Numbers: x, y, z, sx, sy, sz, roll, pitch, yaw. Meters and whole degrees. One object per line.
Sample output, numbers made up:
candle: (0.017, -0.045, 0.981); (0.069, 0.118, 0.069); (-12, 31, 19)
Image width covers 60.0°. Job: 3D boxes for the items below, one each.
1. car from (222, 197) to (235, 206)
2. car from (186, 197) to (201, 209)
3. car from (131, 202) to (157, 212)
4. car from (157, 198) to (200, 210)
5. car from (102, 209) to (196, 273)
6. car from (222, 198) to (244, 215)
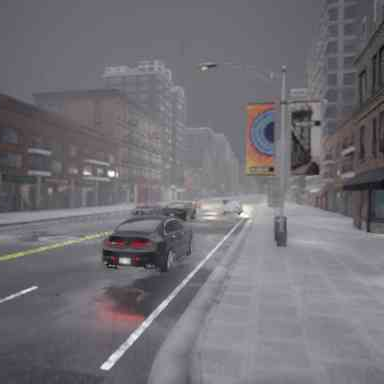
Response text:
car: (6.780, 1.813, 61.979); (1.882, 1.535, 5.008); (1, -1, 12)
car: (-0.125, 1.448, 46.271); (2.097, 1.767, 4.553); (1, 0, 12)
car: (-3.915, 1.622, 29.607); (1.994, 1.385, 4.181); (1, 0, 13)
car: (-0.968, 1.571, 26.976); (1.882, 1.535, 5.008); (1, 0, 12)
car: (-1.196, 1.536, 10.907); (1.837, 1.490, 4.892); (1, 0, 12)
car: (4.653, 1.742, 37.286); (1.812, 1.442, 4.674); (1, 0, 13)
